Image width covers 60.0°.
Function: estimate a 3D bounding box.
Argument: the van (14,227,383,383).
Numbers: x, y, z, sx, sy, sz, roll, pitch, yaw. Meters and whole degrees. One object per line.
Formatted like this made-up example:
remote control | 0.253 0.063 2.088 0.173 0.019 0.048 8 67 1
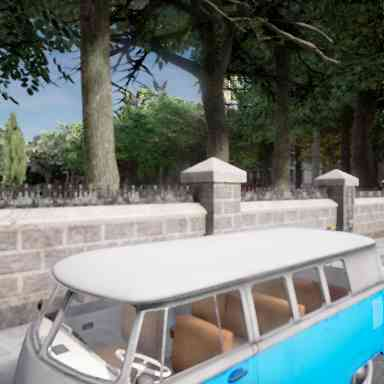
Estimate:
van | 0.448 1.340 3.261 3.998 1.788 1.690 0 0 -41
